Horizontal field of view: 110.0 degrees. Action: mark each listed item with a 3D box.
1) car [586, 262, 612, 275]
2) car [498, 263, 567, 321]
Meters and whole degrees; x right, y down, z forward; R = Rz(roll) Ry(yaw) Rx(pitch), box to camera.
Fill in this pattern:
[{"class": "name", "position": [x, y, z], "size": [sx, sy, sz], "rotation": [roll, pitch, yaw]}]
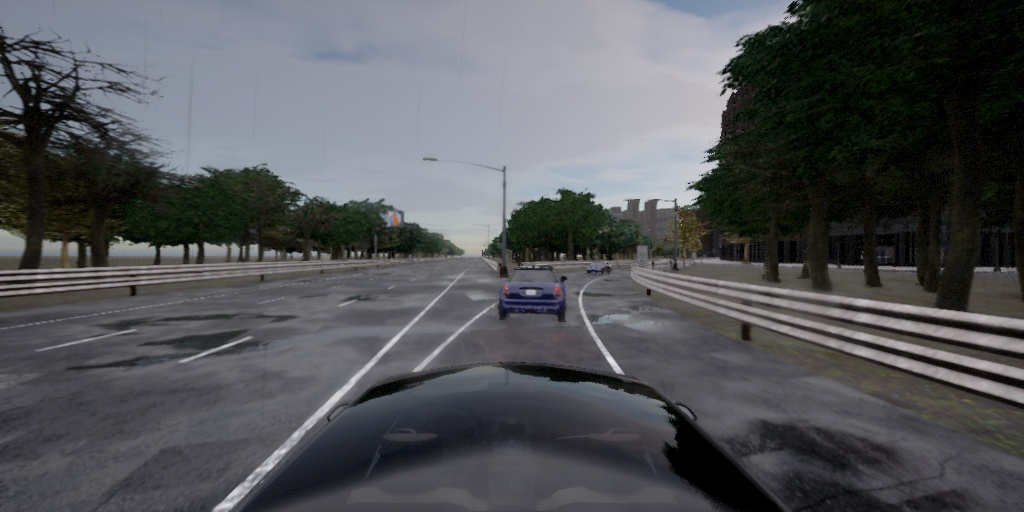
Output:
[{"class": "car", "position": [10.085, 1.357, 41.250], "size": [2.033, 1.411, 5.357], "rotation": [0, 0, 28]}, {"class": "car", "position": [0.876, 1.110, 12.819], "size": [2.097, 1.767, 4.553], "rotation": [1, 0, 8]}]
